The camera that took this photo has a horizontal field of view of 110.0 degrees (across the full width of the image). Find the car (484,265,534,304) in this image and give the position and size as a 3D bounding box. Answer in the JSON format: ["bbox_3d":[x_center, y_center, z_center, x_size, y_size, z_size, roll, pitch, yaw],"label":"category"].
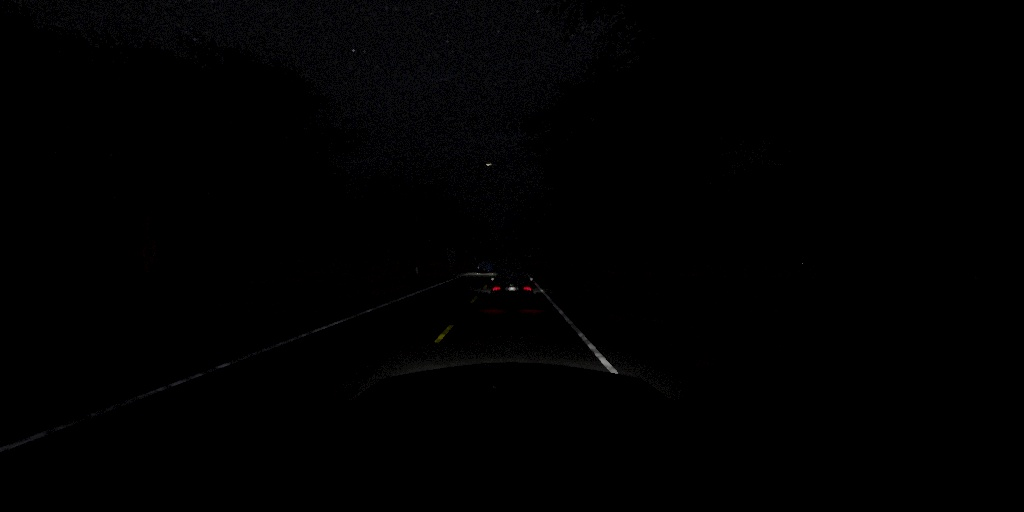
[{"bbox_3d":[0.000,1.337,16.503,2.033,1.411,5.357,0,0,0],"label":"car"}]

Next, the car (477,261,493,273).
[{"bbox_3d":[-3.500,1.431,47.507,1.882,1.535,5.008,0,0,0],"label":"car"}]

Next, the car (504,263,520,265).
[{"bbox_3d":[0.000,1.327,31.505,2.128,1.511,4.902,0,0,0],"label":"car"}]
